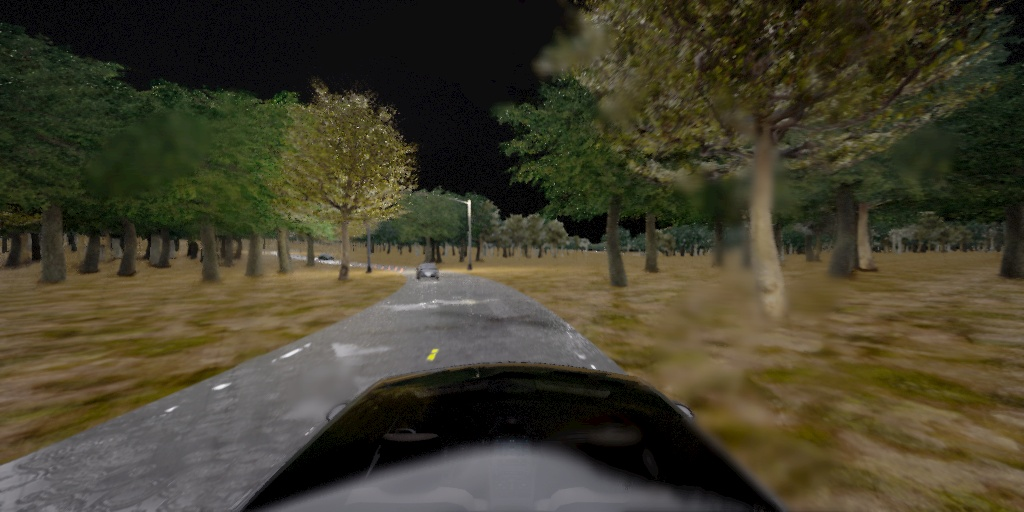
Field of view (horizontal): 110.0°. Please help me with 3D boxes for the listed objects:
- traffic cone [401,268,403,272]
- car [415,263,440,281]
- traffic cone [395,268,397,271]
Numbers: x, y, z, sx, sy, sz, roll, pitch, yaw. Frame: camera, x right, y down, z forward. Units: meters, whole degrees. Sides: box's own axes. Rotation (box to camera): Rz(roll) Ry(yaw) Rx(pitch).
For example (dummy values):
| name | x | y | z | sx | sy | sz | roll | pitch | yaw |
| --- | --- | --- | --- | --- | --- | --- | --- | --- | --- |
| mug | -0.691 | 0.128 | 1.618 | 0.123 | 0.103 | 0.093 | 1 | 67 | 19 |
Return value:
| name | x | y | z | sx | sy | sz | roll | pitch | yaw |
| --- | --- | --- | --- | --- | --- | --- | --- | --- | --- |
| traffic cone | -15.353 | 1.925 | 49.954 | 0.340 | 0.580 | 0.340 | 0 | 0 | -26 |
| car | -7.722 | 1.386 | 32.737 | 2.128 | 1.511 | 4.902 | -1 | 0 | -16 |
| traffic cone | -17.574 | 1.944 | 54.302 | 0.340 | 0.580 | 0.340 | 0 | 0 | -28 |
